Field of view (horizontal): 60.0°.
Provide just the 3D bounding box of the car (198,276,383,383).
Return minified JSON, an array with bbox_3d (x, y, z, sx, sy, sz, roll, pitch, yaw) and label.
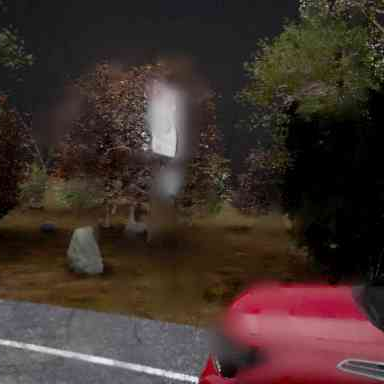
[{"bbox_3d":[2.852,1.437,2.651,5.566,2.045,2.150,1,-2,21],"label":"car"}]
